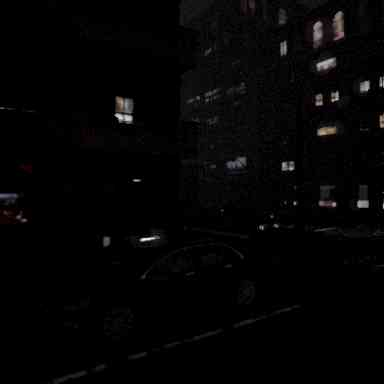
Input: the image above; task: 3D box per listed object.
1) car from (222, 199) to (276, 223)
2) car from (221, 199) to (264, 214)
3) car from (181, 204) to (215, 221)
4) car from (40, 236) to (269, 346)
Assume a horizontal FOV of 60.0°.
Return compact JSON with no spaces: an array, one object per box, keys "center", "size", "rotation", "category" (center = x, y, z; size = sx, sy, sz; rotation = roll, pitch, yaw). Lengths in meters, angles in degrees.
[{"center":[4.362,1.507,26.022],"size":[2.128,1.511,4.902],"rotation":[-1,1,-35],"category":"car"},{"center":[5.234,1.460,35.100],"size":[1.887,1.381,4.507],"rotation":[-1,1,-35],"category":"car"},{"center":[0.074,1.574,27.434],"size":[1.887,1.381,4.507],"rotation":[-1,1,-35],"category":"car"},{"center":[-0.449,1.563,6.257],"size":[4.403,1.369,2.008],"rotation":[0,-1,-36],"category":"car"}]
